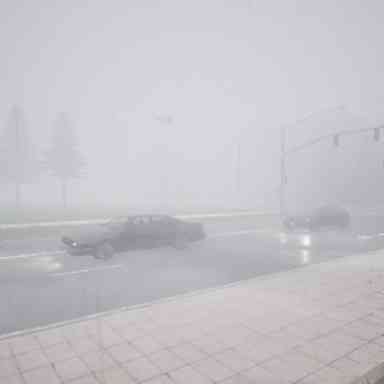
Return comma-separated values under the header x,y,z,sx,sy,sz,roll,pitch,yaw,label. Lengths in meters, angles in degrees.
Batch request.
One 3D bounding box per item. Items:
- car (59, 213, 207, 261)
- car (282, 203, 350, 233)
x,y,z,sx,sy,sz,roll,pitch,yaw,label
-1.971,1.503,12.370,5.357,1.411,2.033,-1,0,-35,car
7.169,1.390,18.920,4.674,1.442,1.812,-1,0,-35,car
